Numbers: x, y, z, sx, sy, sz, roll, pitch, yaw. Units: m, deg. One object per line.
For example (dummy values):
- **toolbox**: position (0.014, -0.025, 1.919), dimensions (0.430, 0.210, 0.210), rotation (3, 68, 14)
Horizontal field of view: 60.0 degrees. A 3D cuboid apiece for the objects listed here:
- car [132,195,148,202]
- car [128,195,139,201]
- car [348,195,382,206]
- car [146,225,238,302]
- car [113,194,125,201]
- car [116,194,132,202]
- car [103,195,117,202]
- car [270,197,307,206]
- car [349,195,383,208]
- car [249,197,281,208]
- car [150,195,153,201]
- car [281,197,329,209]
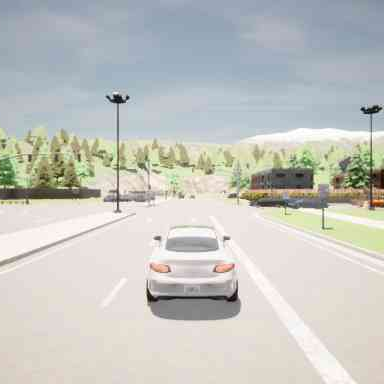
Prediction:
- **car**: position (-11.469, 1.380, 74.808), dimensions (2.097, 1.767, 4.553), rotation (0, 0, 0)
- **car**: position (-14.964, 1.568, 85.123), dimensions (2.033, 1.411, 5.357), rotation (0, 0, 0)
- **car**: position (28.132, 1.370, 54.141), dimensions (4.553, 1.767, 2.097), rotation (0, 0, -1)
- **car**: position (0.003, 1.528, 8.141), dimensions (1.812, 1.442, 4.674), rotation (0, 0, 0)
- **car**: position (-18.465, 1.383, 84.713), dimensions (2.097, 1.767, 4.553), rotation (0, 0, 0)
- **car**: position (-14.969, 1.565, 75.097), dimensions (2.033, 1.411, 5.357), rotation (0, 0, 0)
- **car**: position (-18.469, 1.380, 74.896), dimensions (2.097, 1.767, 4.553), rotation (0, 0, 0)
- **car**: position (15.660, 1.565, 54.091), dimensions (5.357, 1.411, 2.033), rotation (0, 0, 1)
- **car**: position (25.402, 1.368, 47.125), dimensions (4.553, 1.767, 2.097), rotation (0, 0, -1)
- **car**: position (10.615, 1.493, 46.982), dimensions (5.008, 1.535, 1.882), rotation (0, 0, -1)
- **car**: position (-11.465, 1.623, 83.634), dimensions (1.895, 1.301, 4.718), rotation (0, 0, 0)
- **car**: position (14.959, 1.562, 43.524), dimensions (5.357, 1.411, 2.033), rotation (0, 0, -1)
